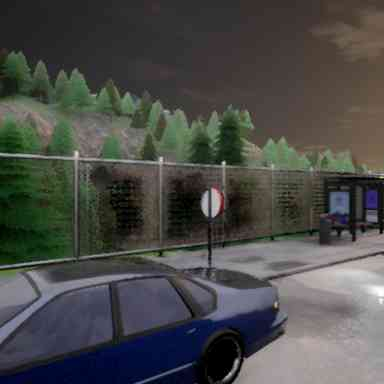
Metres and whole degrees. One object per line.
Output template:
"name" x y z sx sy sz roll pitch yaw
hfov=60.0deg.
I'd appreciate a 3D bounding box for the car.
"car" -1.245 1.544 3.700 5.357 1.411 2.033 0 0 -35
